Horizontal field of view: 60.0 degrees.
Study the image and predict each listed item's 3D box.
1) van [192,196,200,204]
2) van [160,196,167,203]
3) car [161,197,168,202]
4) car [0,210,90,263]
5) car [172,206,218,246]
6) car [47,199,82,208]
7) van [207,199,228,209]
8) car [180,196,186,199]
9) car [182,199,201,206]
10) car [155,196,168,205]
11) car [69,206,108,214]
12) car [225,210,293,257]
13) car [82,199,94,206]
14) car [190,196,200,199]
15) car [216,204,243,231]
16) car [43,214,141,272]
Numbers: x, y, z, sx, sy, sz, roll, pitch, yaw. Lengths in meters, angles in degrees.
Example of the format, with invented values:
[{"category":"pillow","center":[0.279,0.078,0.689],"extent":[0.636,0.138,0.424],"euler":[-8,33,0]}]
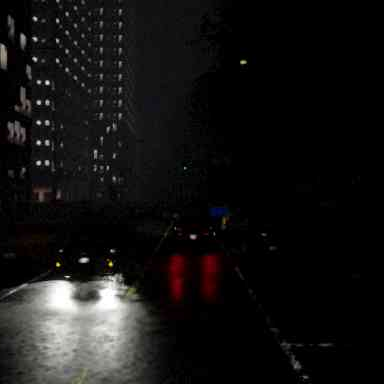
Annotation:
[{"category":"van","center":[0.935,1.840,79.130],"extent":[1.690,1.788,3.998],"euler":[0,0,-2]},{"category":"van","center":[-7.565,1.903,89.737],"extent":[1.690,1.788,3.998],"euler":[0,0,-3]},{"category":"car","center":[-7.832,2.138,95.276],"extent":[1.887,1.381,4.507],"euler":[0,0,-3]},{"category":"car","center":[-5.502,1.610,12.413],"extent":[1.752,1.417,4.829],"euler":[0,0,0]},{"category":"car","center":[0.026,1.632,15.767],"extent":[1.812,1.442,4.674],"euler":[0,0,0]},{"category":"car","center":[-18.689,1.720,48.058],"extent":[4.206,1.307,1.802],"euler":[1,-1,3]},{"category":"van","center":[2.329,1.540,30.056],"extent":[1.690,1.788,3.998],"euler":[0,0,-1]},{"category":"car","center":[-2.235,1.987,92.650],"extent":[1.895,1.301,4.718],"euler":[0,0,-3]},{"category":"car","center":[-0.164,1.685,31.277],"extent":[1.882,1.535,5.008],"euler":[0,0,-1]},{"category":"car","center":[-6.508,1.983,67.576],"extent":[2.008,1.369,4.403],"euler":[0,0,-2]},{"category":"car","center":[-5.548,1.668,18.225],"extent":[1.887,1.381,4.507],"euler":[0,0,-1]},{"category":"car","center":[2.663,1.640,13.184],"extent":[2.008,1.369,4.403],"euler":[0,0,-1]},{"category":"car","center":[-18.761,1.750,56.171],"extent":[4.206,1.307,1.802],"euler":[1,-1,3]},{"category":"car","center":[1.149,1.993,73.758],"extent":[1.752,1.417,4.829],"euler":[0,0,-2]},{"category":"car","center":[2.616,1.652,18.979],"extent":[1.752,1.417,4.829],"euler":[0,0,-1]},{"category":"car","center":[-2.889,1.638,10.882],"extent":[1.994,1.385,4.181],"euler":[0,0,0]}]
